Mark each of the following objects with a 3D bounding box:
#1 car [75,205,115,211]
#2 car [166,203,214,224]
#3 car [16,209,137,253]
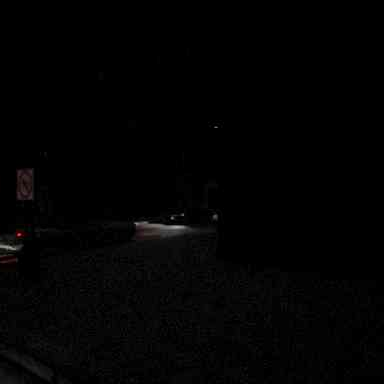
[{"bbox_3d":[-5.424,1.516,17.866,1.882,1.535,5.008,0,0,35],"label":"car"},{"bbox_3d":[-0.045,1.581,25.417,1.812,1.442,4.674,0,0,35],"label":"car"},{"bbox_3d":[-4.574,1.622,13.965,1.895,1.301,4.718,0,0,37],"label":"car"}]
